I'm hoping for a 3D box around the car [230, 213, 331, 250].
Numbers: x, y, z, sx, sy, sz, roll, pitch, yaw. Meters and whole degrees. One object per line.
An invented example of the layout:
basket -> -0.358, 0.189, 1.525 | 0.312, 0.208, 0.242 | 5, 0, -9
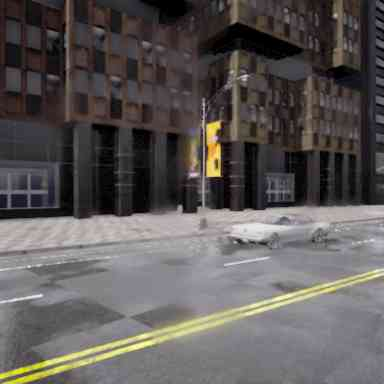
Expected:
car -> 3.910, 1.610, 14.460 | 4.718, 1.301, 1.895 | 0, 0, -36
